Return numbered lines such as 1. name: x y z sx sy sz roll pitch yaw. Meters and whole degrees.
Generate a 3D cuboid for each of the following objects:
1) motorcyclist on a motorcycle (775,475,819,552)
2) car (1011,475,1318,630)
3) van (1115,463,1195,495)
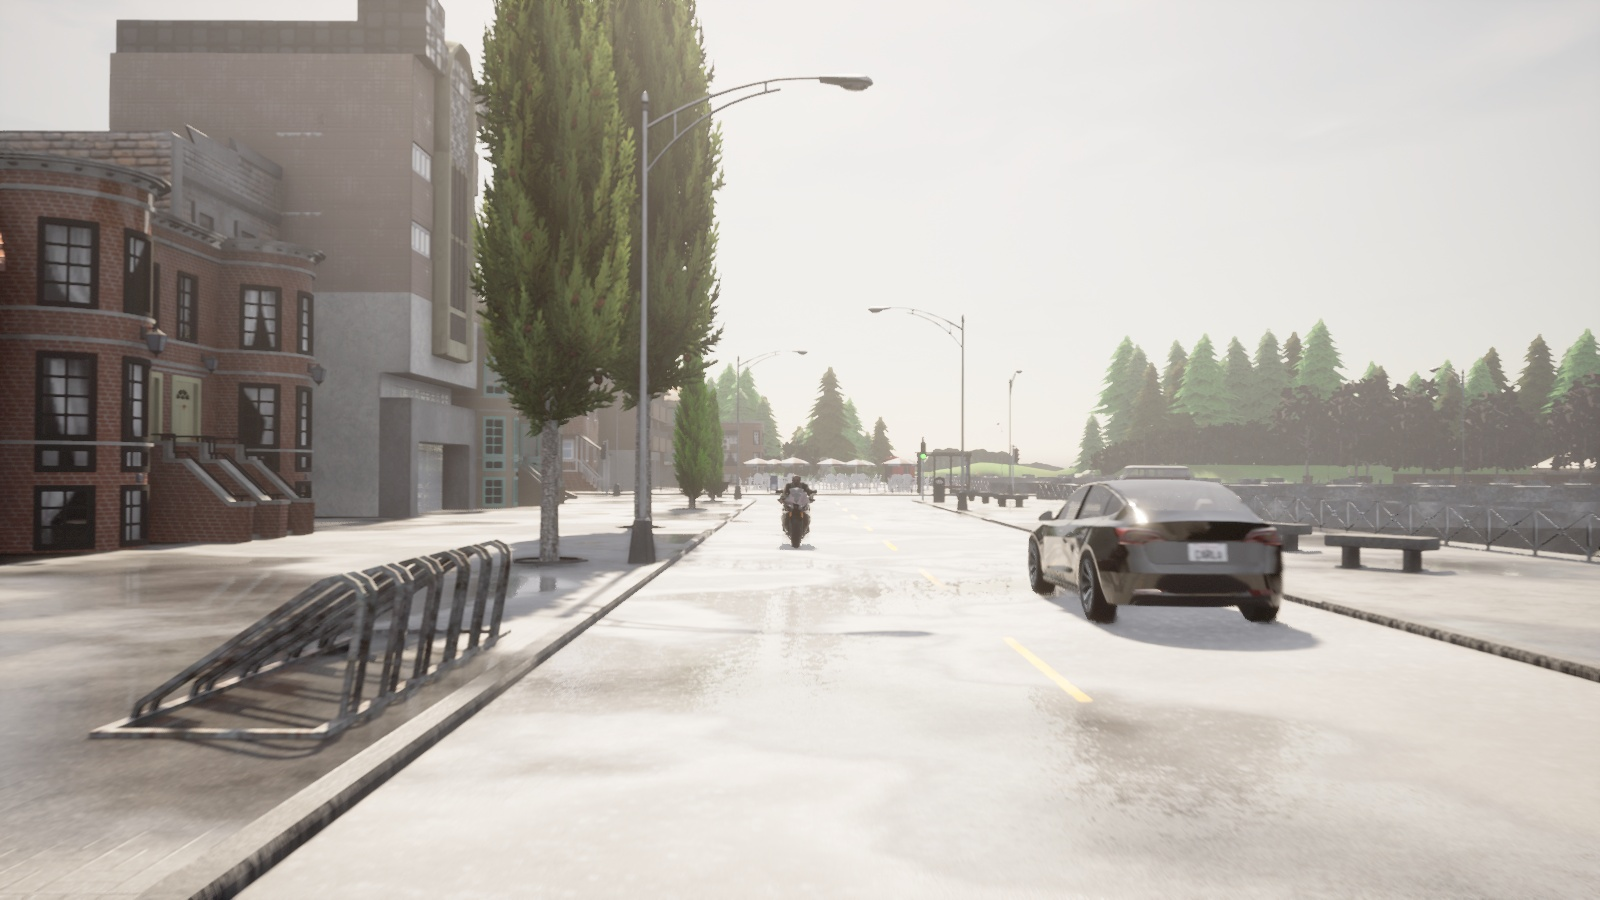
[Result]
1. motorcyclist on a motorcycle: -0.068 1.289 26.237 0.866 1.530 2.191 0 -1 0
2. car: 3.961 1.044 14.656 2.163 1.488 4.792 0 -1 0
3. van: 22.027 1.786 78.033 4.442 1.987 1.775 0 -1 1
